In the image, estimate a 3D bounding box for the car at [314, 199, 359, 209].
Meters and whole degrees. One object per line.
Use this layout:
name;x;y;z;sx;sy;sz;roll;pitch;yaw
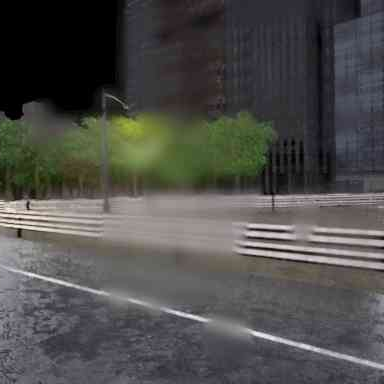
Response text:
car;14.572;0.957;33.574;4.181;1.385;1.994;-1;0;-6
